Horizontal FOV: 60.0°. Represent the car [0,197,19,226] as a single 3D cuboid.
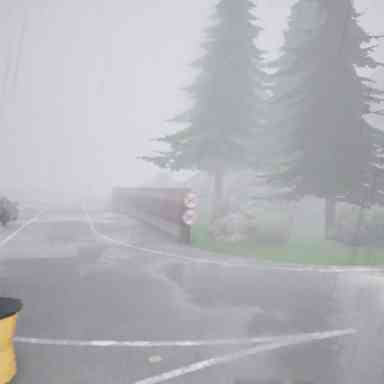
[{"bbox_3d":[-10.980,1.005,18.577,2.128,1.511,4.902,2,0,-19],"label":"car"}]
